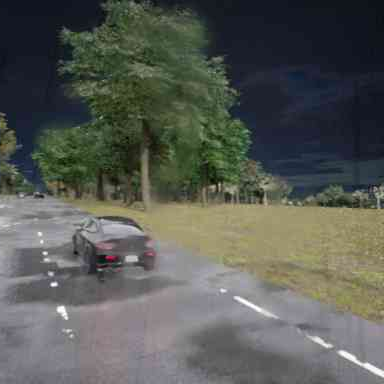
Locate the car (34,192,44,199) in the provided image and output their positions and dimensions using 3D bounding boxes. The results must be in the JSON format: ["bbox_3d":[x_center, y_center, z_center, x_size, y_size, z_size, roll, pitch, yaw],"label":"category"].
[{"bbox_3d":[-35.022,0.761,76.228,1.882,1.535,5.008,2,0,-26],"label":"car"}]

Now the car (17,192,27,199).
[{"bbox_3d":[-38.180,0.717,74.719,2.128,1.511,4.902,2,0,-26],"label":"car"}]

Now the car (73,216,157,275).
[{"bbox_3d":[-2.514,1.475,10.354,1.812,1.442,4.674,2,0,-26],"label":"car"}]
